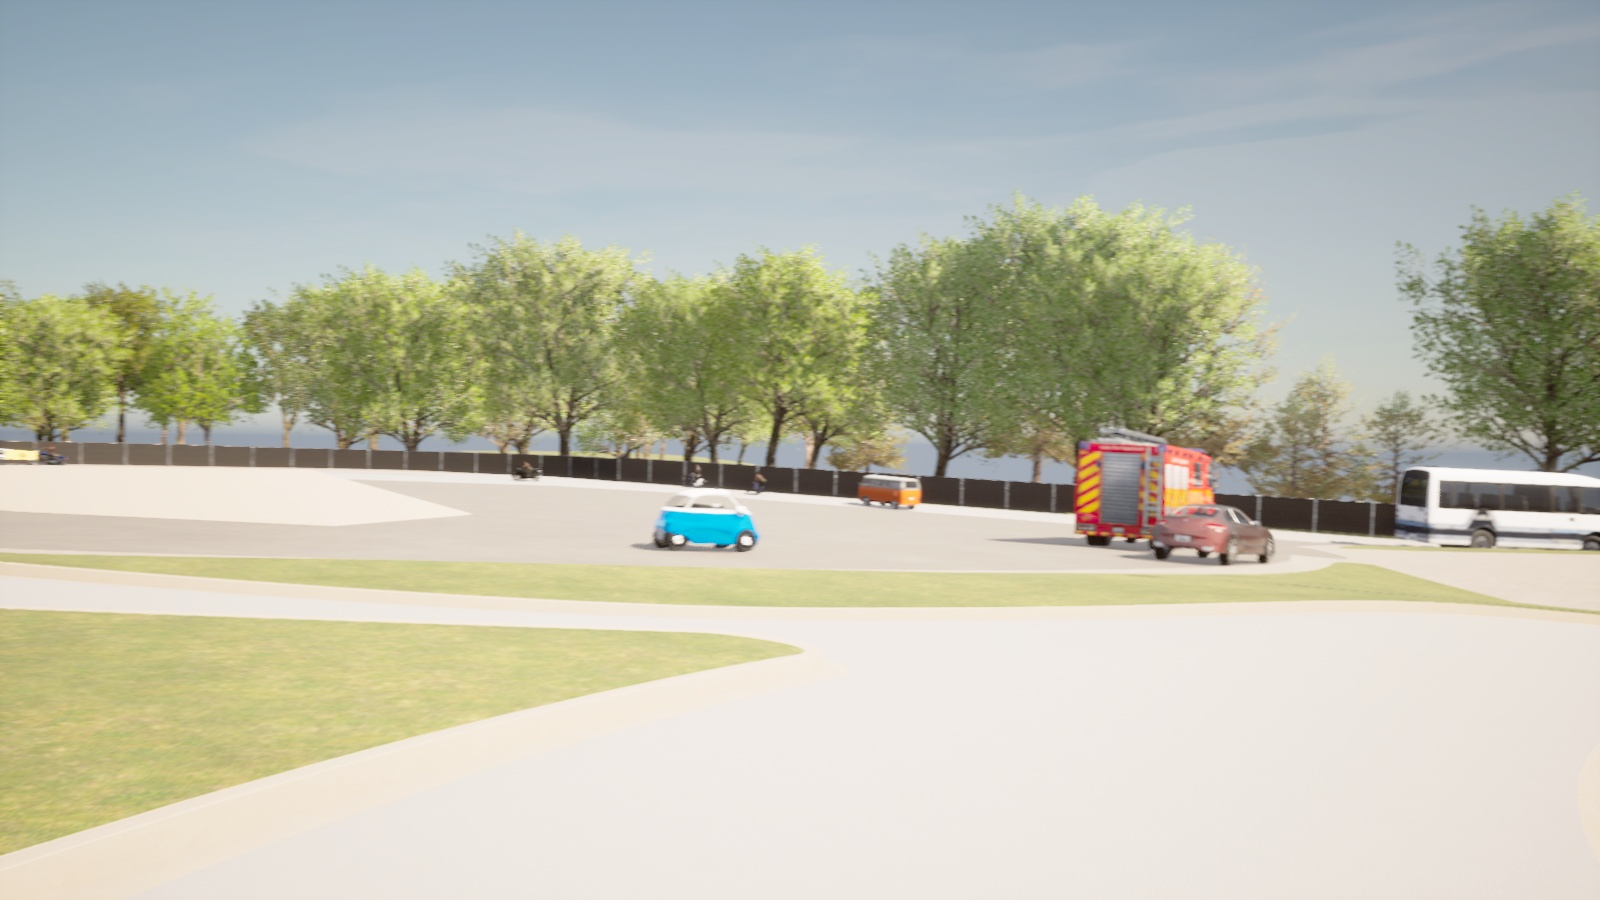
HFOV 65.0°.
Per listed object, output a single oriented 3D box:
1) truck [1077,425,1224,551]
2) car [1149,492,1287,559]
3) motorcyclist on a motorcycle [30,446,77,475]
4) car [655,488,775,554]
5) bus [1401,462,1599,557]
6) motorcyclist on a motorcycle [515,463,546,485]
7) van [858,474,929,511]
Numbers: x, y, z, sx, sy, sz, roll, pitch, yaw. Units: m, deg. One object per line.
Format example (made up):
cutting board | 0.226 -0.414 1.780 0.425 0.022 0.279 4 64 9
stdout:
truck | 12.268 1.355 43.292 2.891 3.827 8.468 2 -2 29
car | 12.039 2.161 35.972 2.152 1.651 5.027 3 -1 38
motorcyclist on a motorcycle | -47.843 0.677 80.493 0.766 1.649 2.350 0 -4 39
car | -1.908 1.577 28.093 2.207 1.376 1.481 2 -1 -28
bus | 36.475 2.974 63.354 10.273 4.253 3.944 2 1 -2
motorcyclist on a motorcycle | -19.391 1.704 90.418 2.044 1.523 0.797 2 0 1
van | 5.901 2.659 79.617 1.775 1.987 4.442 1 2 -40
